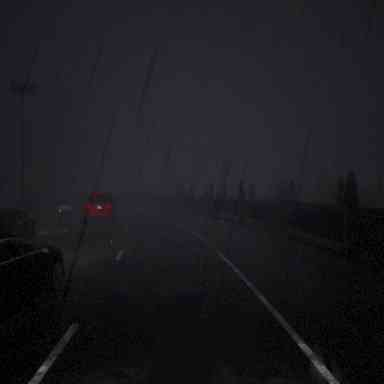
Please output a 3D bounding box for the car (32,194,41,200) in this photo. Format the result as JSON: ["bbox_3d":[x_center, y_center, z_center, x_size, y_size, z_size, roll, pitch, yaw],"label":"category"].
[{"bbox_3d":[-37.620,1.229,81.938,4.892,1.490,1.837,0,0,40],"label":"car"}]

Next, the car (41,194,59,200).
[{"bbox_3d":[-32.714,1.210,77.536,5.008,1.535,1.882,0,0,44],"label":"car"}]

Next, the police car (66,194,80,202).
[{"bbox_3d":[-25.228,1.176,69.650,1.930,1.638,5.238,0,0,-41],"label":"police car"}]

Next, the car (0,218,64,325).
[{"bbox_3d":[-3.796,1.474,5.842,2.128,1.511,4.902,0,0,-3],"label":"car"}]

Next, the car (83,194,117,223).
[{"bbox_3d":[-6.862,1.128,24.845,2.150,2.045,5.566,0,0,-14],"label":"car"}]

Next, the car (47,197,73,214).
[{"bbox_3d":[-13.216,1.484,33.495,1.895,1.301,4.718,0,0,-20],"label":"car"}]

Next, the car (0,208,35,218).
[{"bbox_3d":[-8.318,1.459,14.684,1.837,1.490,4.892,0,0,-8],"label":"car"}]
